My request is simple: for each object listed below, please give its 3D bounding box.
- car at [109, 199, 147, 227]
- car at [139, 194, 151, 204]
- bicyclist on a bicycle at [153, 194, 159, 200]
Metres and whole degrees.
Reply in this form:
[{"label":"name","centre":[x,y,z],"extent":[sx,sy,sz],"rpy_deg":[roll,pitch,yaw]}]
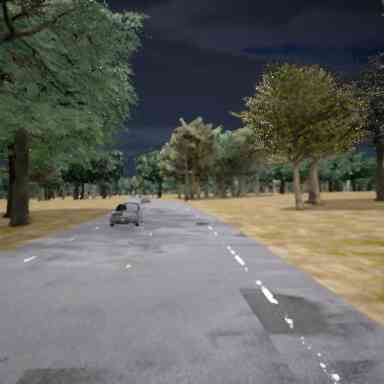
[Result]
[{"label":"car","centre":[-4.356,1.489,22.653],"extent":[1.837,1.490,4.892],"rpy_deg":[0,0,-3]},{"label":"car","centre":[-8.841,1.447,63.532],"extent":[1.837,1.490,4.892],"rpy_deg":[0,0,-9]},{"label":"bicyclist on a bicycle","centre":[-9.292,1.439,88.968],"extent":[0.582,1.620,1.656],"rpy_deg":[0,0,-13]}]
